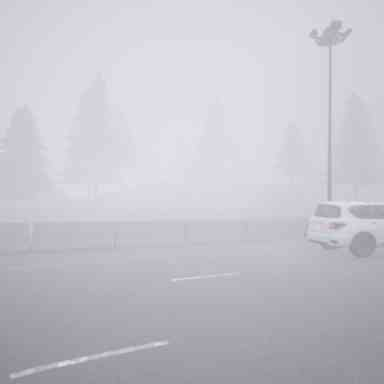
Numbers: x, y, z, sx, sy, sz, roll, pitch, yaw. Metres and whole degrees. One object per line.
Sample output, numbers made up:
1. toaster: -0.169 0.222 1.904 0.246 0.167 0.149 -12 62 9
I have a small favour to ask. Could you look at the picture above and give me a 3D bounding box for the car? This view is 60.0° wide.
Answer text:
1. car: 7.393 1.379 13.205 5.566 2.045 2.150 0 -1 -12
